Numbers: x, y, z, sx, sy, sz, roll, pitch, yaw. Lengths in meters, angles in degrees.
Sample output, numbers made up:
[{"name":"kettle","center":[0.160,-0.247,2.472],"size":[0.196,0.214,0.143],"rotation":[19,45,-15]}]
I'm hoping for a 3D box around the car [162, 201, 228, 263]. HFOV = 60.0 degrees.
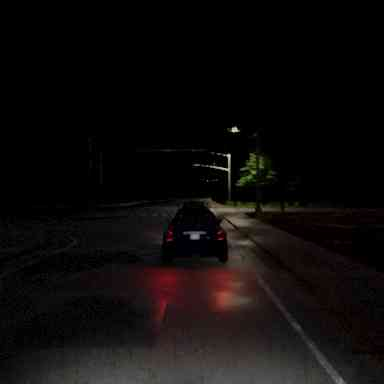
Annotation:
[{"name":"car","center":[0.094,1.381,12.301],"size":[2.097,1.767,4.553],"rotation":[-1,0,0]}]
